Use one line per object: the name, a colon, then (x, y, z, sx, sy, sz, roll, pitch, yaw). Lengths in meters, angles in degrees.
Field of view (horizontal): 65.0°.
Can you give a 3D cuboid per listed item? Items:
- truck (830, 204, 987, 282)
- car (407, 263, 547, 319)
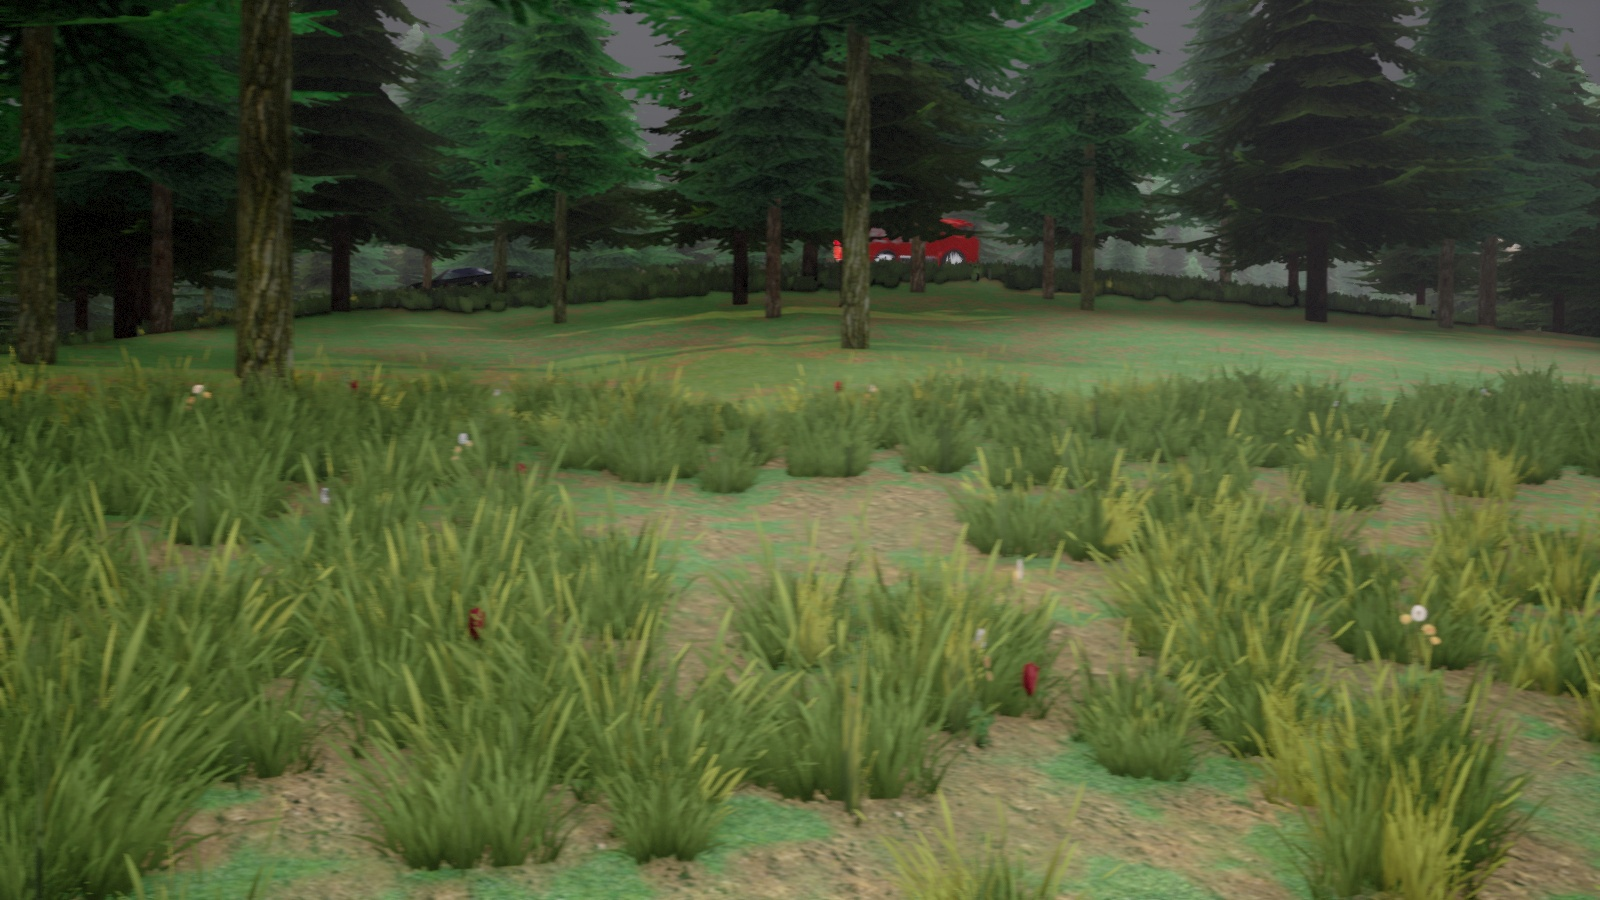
truck: (4.006, -7.677, 46.791, 5.204, 2.467, 2.627, -2, 2, -12)
car: (-12.100, -5.927, 47.102, 4.718, 1.301, 1.895, -5, 0, 17)
